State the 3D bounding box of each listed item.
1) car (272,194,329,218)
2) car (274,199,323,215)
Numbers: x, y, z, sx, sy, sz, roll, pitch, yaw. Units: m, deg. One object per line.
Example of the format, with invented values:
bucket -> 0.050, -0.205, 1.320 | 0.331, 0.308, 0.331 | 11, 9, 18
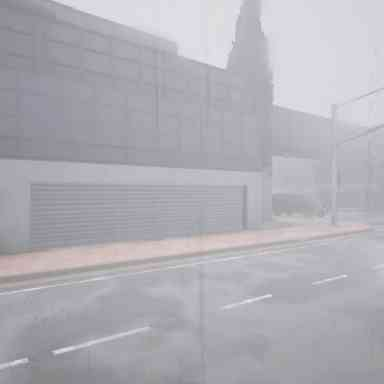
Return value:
car -> 9.615, 1.222, 30.422 | 2.150, 2.045, 5.566 | 0, 0, -37
car -> 10.960, 1.526, 34.480 | 1.812, 1.442, 4.674 | 0, 0, -37
